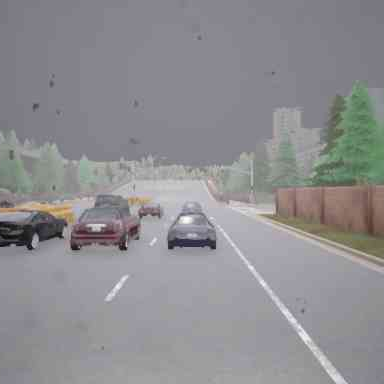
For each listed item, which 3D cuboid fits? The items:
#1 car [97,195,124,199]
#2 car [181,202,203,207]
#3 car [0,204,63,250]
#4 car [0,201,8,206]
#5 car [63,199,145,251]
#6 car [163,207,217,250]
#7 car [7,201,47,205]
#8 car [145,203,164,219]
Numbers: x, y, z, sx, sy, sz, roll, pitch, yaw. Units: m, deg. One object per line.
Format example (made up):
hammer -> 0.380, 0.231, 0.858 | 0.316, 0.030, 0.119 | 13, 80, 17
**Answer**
car -> -7.000, 1.255, 29.337 | 2.150, 2.045, 5.566 | 0, 0, 0
car -> 0.000, 1.561, 29.307 | 2.033, 1.411, 5.357 | 0, 0, 0
car -> -7.000, 1.482, 14.307 | 1.882, 1.535, 5.008 | 0, 0, 0
car -> -17.500, 1.557, 29.550 | 1.837, 1.490, 4.892 | 0, 0, 0
car -> -3.500, 1.363, 14.277 | 2.097, 1.767, 4.553 | 0, 0, 0
car -> 0.000, 1.569, 14.307 | 1.994, 1.385, 4.181 | 0, 0, 0
car -> -14.000, 1.557, 29.550 | 1.812, 1.442, 4.674 | 0, 0, 0
car -> -3.500, 1.614, 29.337 | 1.895, 1.301, 4.718 | 0, 0, 0
